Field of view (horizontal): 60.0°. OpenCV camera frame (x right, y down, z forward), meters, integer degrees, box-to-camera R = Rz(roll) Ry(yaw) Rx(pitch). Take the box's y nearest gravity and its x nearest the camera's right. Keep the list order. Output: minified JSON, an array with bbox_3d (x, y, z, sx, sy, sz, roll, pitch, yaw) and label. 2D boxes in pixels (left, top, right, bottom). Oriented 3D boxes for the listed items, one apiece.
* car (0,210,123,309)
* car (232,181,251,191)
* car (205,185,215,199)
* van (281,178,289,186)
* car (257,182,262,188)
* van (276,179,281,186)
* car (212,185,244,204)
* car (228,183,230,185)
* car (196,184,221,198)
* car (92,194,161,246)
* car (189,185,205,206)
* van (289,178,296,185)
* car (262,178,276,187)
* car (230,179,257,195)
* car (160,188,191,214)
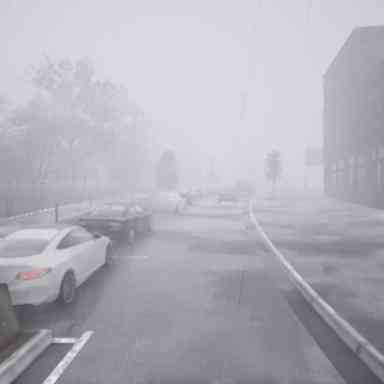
[{"bbox_3d":[-3.267,1.480,7.807,2.002,1.452,4.674,-2,2,2],"label":"car"},{"bbox_3d":[9.436,-1.170,62.557,2.231,1.521,4.892,-3,2,24],"label":"car"},{"bbox_3d":[0.629,0.120,36.084,2.231,1.521,4.892,0,3,14],"label":"car"},{"bbox_3d":[23.007,-2.589,87.054,1.878,1.987,4.442,-2,2,35],"label":"van"},{"bbox_3d":[11.773,-1.678,67.656,2.435,2.045,5.566,-3,2,26],"label":"car"},{"bbox_3d":[19.935,-2.371,82.384,1.878,1.987,4.442,-2,2,30],"label":"van"},{"bbox_3d":[3.628,0.319,32.406,2.033,1.411,5.357,0,3,13],"label":"car"},{"bbox_3d":[7.280,-0.914,57.405,2.231,1.521,4.892,-3,2,23],"label":"car"},{"bbox_3d":[2.218,-0.180,42.201,2.097,1.535,5.008,0,3,16],"label":"car"},{"bbox_3d":[-2.987,1.146,13.936,2.097,1.535,5.008,1,3,7],"label":"car"},{"bbox_3d":[-0.554,0.402,30.505,2.097,1.535,5.008,0,3,12],"label":"car"},{"bbox_3d":[26.237,-2.798,91.614,1.878,1.987,4.442,-2,2,35],"label":"van"},{"bbox_3d":[17.102,-1.924,77.665,1.946,1.575,5.366,-2,2,32],"label":"car"},{"bbox_3d":[7.228,-0.662,45.853,2.150,2.045,5.566,0,3,18],"label":"car"},{"bbox_3d":[-1.649,0.728,24.377,2.002,1.452,4.674,-1,2,10],"label":"car"}]
